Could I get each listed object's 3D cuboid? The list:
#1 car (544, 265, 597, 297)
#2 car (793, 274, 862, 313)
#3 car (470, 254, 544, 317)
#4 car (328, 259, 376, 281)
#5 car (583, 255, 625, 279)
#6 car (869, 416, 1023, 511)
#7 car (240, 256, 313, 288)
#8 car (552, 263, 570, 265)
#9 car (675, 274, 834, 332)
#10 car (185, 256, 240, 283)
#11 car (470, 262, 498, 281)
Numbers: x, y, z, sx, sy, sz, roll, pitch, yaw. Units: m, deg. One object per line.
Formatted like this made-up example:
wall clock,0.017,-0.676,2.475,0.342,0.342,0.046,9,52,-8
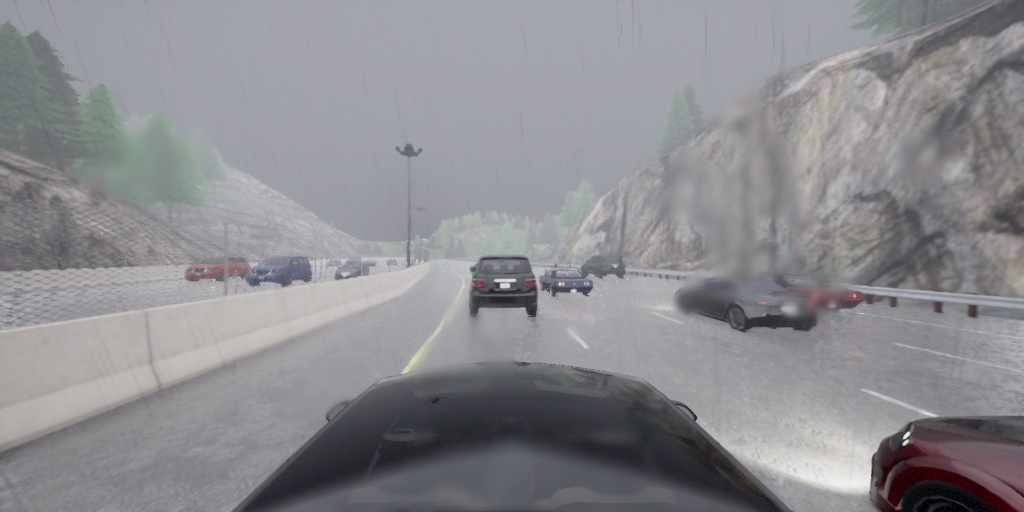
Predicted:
car,2.665,1.335,18.879,1.895,1.301,4.718,0,0,-5
car,10.105,1.322,13.674,1.895,1.301,4.718,0,0,-4
car,-0.378,0.966,13.253,2.150,2.045,5.566,0,0,-4
car,-13.085,1.255,29.684,2.128,1.511,4.902,0,0,-10
car,8.039,0.937,31.910,2.150,2.045,5.566,0,0,-9
car,3.511,1.307,0.756,1.994,1.385,4.181,0,0,0
car,-15.861,0.997,24.879,2.150,2.045,5.566,0,0,-8
car,4.366,1.324,32.680,1.895,1.301,4.718,0,0,-9
car,6.742,1.294,10.842,1.994,1.385,4.181,0,0,-3
car,-23.621,1.007,29.155,2.150,2.045,5.566,0,0,-10
car,-2.578,1.286,31.861,2.033,1.411,5.357,0,0,-10
